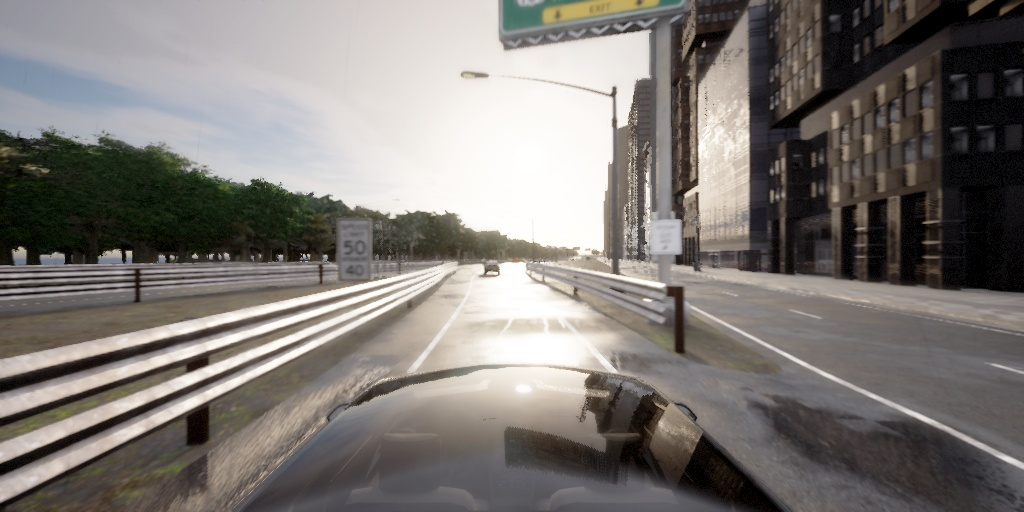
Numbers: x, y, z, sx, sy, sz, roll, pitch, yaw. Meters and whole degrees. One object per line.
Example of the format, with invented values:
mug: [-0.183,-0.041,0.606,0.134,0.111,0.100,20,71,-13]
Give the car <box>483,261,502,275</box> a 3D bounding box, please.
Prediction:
car: [-2.250,1.329,41.080,1.837,1.490,4.892,0,0,-1]
